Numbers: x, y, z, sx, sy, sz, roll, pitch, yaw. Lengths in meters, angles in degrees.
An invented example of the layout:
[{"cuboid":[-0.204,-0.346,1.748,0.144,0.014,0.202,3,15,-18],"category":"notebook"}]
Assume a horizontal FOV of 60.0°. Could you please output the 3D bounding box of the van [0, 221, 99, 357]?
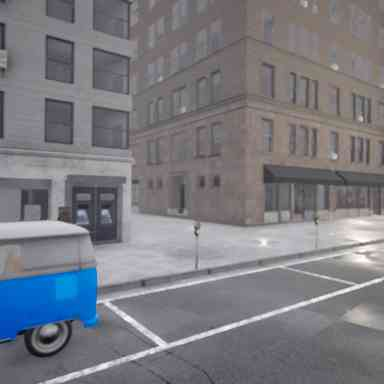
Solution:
[{"cuboid":[-3.285,1.341,4.410,3.998,1.788,1.690,0,1,-35],"category":"van"}]
